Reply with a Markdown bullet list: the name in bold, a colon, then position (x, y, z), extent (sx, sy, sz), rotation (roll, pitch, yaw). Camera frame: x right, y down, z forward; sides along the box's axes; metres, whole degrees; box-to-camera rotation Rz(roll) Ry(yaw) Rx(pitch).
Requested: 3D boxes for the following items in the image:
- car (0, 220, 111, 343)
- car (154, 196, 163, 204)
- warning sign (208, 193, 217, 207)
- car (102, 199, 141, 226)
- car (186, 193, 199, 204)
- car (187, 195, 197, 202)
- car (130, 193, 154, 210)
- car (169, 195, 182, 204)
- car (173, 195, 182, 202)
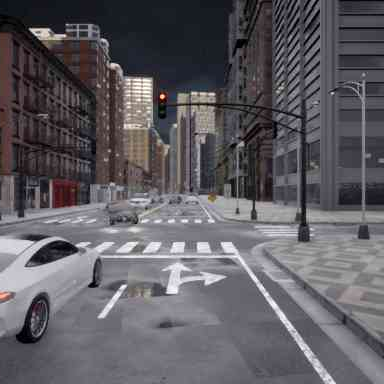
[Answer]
- **car**: position (-3.152, 1.526, 6.317), extent (1.812, 1.442, 4.674), rotation (0, 0, 2)
- **car**: position (-6.543, 1.460, 62.957), extent (2.128, 1.511, 4.902), rotation (0, 0, 0)
- **warning sign**: position (2.851, 1.099, 46.330), extent (1.300, 1.860, 1.060), rotation (0, 0, 0)
- **car**: position (-5.239, 1.506, 23.539), extent (1.837, 1.490, 4.892), rotation (-2, 0, -22)
- **car**: position (0.051, 1.190, 62.339), extent (2.150, 2.045, 5.566), rotation (0, 0, 0)
- **car**: position (0.005, 1.384, 72.843), extent (2.033, 1.411, 5.357), rotation (0, 0, 0)
- **car**: position (-6.597, 1.206, 42.851), extent (2.150, 2.045, 5.566), rotation (0, 0, 0)
- **car**: position (-3.150, 1.517, 60.463), extent (2.033, 1.411, 5.357), rotation (0, 0, 0)
- **car**: position (-3.236, 1.460, 73.716), extent (1.837, 1.490, 4.892), rotation (0, 0, 0)
